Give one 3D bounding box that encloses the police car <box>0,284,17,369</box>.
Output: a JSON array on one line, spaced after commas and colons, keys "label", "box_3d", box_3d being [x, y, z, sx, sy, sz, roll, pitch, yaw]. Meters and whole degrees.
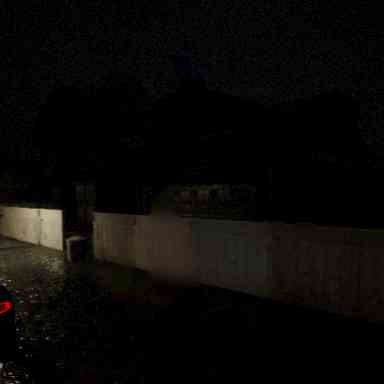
[{"label": "police car", "box_3d": [-4.369, 1.469, 4.896, 5.238, 1.638, 1.930, -1, 1, 43]}]
